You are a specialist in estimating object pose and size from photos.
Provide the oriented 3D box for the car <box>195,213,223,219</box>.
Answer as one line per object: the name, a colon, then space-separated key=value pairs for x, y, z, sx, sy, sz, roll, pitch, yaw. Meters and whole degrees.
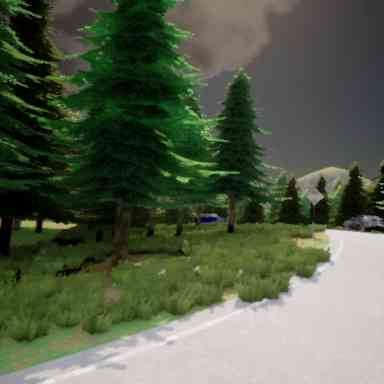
car: x=2.696 y=3.961 z=46.756 sx=2.150 sy=2.045 sz=5.566 roll=8 pitch=-10 yaw=-41

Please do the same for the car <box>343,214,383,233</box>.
car: x=13.831 y=2.514 z=26.503 sx=1.994 sy=1.385 sz=4.181 roll=5 pitch=-4 yaw=0
